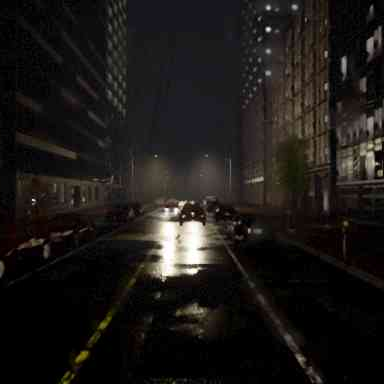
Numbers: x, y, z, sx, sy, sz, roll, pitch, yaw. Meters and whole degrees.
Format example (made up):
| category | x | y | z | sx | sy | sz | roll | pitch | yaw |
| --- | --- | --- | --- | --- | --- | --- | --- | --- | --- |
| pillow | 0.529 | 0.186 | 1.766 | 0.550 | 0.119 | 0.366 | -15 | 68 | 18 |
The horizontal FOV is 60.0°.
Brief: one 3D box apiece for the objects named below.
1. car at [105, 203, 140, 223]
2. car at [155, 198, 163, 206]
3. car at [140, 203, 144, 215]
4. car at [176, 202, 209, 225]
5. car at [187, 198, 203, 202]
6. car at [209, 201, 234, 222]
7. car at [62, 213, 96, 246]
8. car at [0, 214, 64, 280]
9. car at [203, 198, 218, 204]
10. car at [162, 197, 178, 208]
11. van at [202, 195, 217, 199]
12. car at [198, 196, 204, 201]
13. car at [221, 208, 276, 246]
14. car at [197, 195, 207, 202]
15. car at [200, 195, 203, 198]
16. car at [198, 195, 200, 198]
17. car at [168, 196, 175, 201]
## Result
| category | x | y | z | sx | sy | sz | roll | pitch | yaw |
| --- | --- | --- | --- | --- | --- | --- | --- | --- | --- |
| car | -5.741 | 1.661 | 26.942 | 1.887 | 1.381 | 4.507 | 0 | 0 | 0 |
| car | -5.806 | 1.765 | 60.927 | 1.752 | 1.417 | 4.829 | 0 | 0 | 0 |
| car | -5.752 | 1.705 | 32.634 | 1.947 | 1.339 | 4.313 | 0 | 0 | 0 |
| car | 0.051 | 1.710 | 25.062 | 1.895 | 1.301 | 4.718 | 0 | 0 | 0 |
| car | 0.018 | 1.736 | 41.476 | 1.994 | 1.385 | 4.181 | 0 | 0 | 0 |
| car | 2.640 | 1.682 | 26.949 | 1.947 | 1.339 | 4.313 | 0 | 0 | 0 |
| car | -5.719 | 1.651 | 15.557 | 1.802 | 1.307 | 4.206 | 0 | 0 | 0 |
| car | -5.708 | 1.590 | 9.863 | 1.887 | 1.381 | 4.507 | 0 | 0 | 0 |
| car | 2.618 | 1.727 | 38.334 | 1.947 | 1.339 | 4.313 | 0 | 0 | 0 |
| car | -3.174 | 1.812 | 52.389 | 1.895 | 1.301 | 4.718 | 0 | 0 | 0 |
| van | 2.607 | 1.523 | 44.028 | 1.690 | 1.788 | 3.998 | 0 | 0 | 0 |
| car | 2.508 | 1.867 | 95.425 | 1.752 | 1.417 | 4.829 | 0 | 0 | 0 |
| car | 2.661 | 1.635 | 15.565 | 1.947 | 1.339 | 4.313 | 0 | 0 | 0 |
| car | 2.531 | 1.625 | 83.873 | 2.192 | 1.841 | 5.009 | 0 | 0 | 0 |
| car | 2.596 | 1.643 | 49.719 | 1.967 | 1.590 | 4.097 | 0 | 0 | 0 |
| car | 2.553 | 1.591 | 72.488 | 2.192 | 1.841 | 5.009 | 0 | 0 | 0 |
| car | -5.873 | 1.907 | 95.252 | 1.947 | 1.339 | 4.313 | 0 | 0 | 0 |
